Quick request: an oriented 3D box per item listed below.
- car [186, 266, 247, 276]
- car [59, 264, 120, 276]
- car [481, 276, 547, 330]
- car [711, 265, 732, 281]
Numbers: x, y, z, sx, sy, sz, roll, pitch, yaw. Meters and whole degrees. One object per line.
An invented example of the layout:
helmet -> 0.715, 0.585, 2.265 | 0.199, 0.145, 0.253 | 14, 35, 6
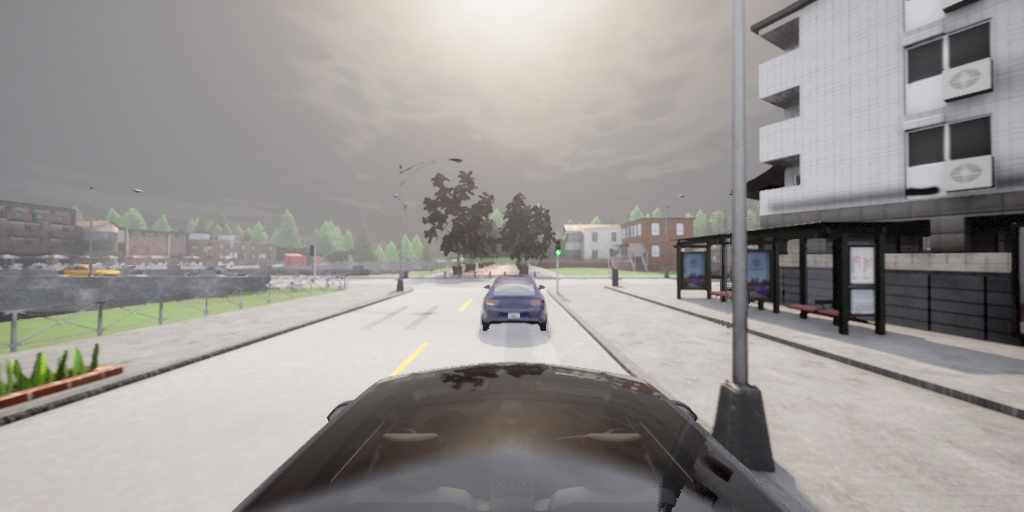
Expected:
car -> -24.160, 1.549, 29.425 | 4.181, 1.385, 1.994 | 0, 0, 0
car -> -34.609, 1.463, 29.450 | 5.008, 1.535, 1.882 | 0, 0, 0
car -> 0.075, 1.358, 11.388 | 1.812, 1.442, 4.674 | 0, 0, 1
car -> 18.867, 1.571, 33.548 | 5.357, 1.411, 2.033 | 0, 0, 0
